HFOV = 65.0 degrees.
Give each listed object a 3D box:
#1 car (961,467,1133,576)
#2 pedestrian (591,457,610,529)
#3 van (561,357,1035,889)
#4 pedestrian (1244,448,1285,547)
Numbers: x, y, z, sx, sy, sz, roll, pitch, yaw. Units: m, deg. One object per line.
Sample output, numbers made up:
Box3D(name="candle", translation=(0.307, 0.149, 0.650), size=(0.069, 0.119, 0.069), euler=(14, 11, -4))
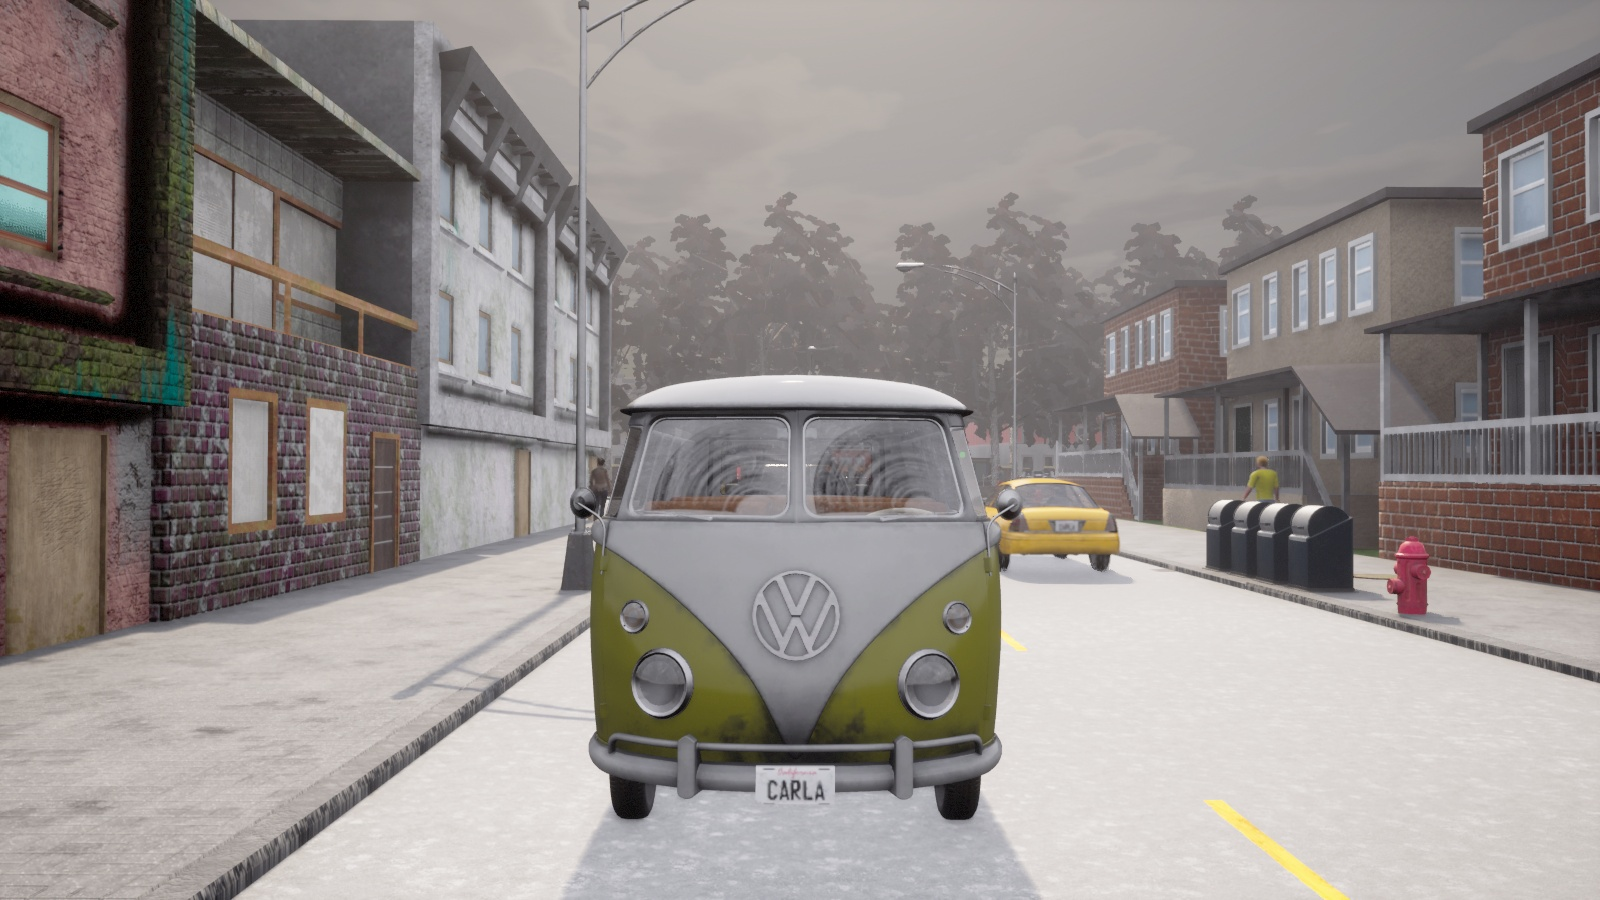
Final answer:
Box3D(name="car", translation=(3.954, 1.090, 21.040), size=(1.801, 1.575, 5.366), euler=(0, -1, 0))
Box3D(name="pedestrian", translation=(-5.098, 1.082, 32.085), size=(0.328, 1.805, 0.869), euler=(0, -1, 0))
Box3D(name="van", translation=(-0.016, 0.684, 6.936), size=(1.775, 1.987, 4.442), euler=(0, -1, 0))
Box3D(name="pedestrian", translation=(8.792, 0.888, 23.786), size=(0.354, 1.836, 0.706), euler=(0, -1, -15))
